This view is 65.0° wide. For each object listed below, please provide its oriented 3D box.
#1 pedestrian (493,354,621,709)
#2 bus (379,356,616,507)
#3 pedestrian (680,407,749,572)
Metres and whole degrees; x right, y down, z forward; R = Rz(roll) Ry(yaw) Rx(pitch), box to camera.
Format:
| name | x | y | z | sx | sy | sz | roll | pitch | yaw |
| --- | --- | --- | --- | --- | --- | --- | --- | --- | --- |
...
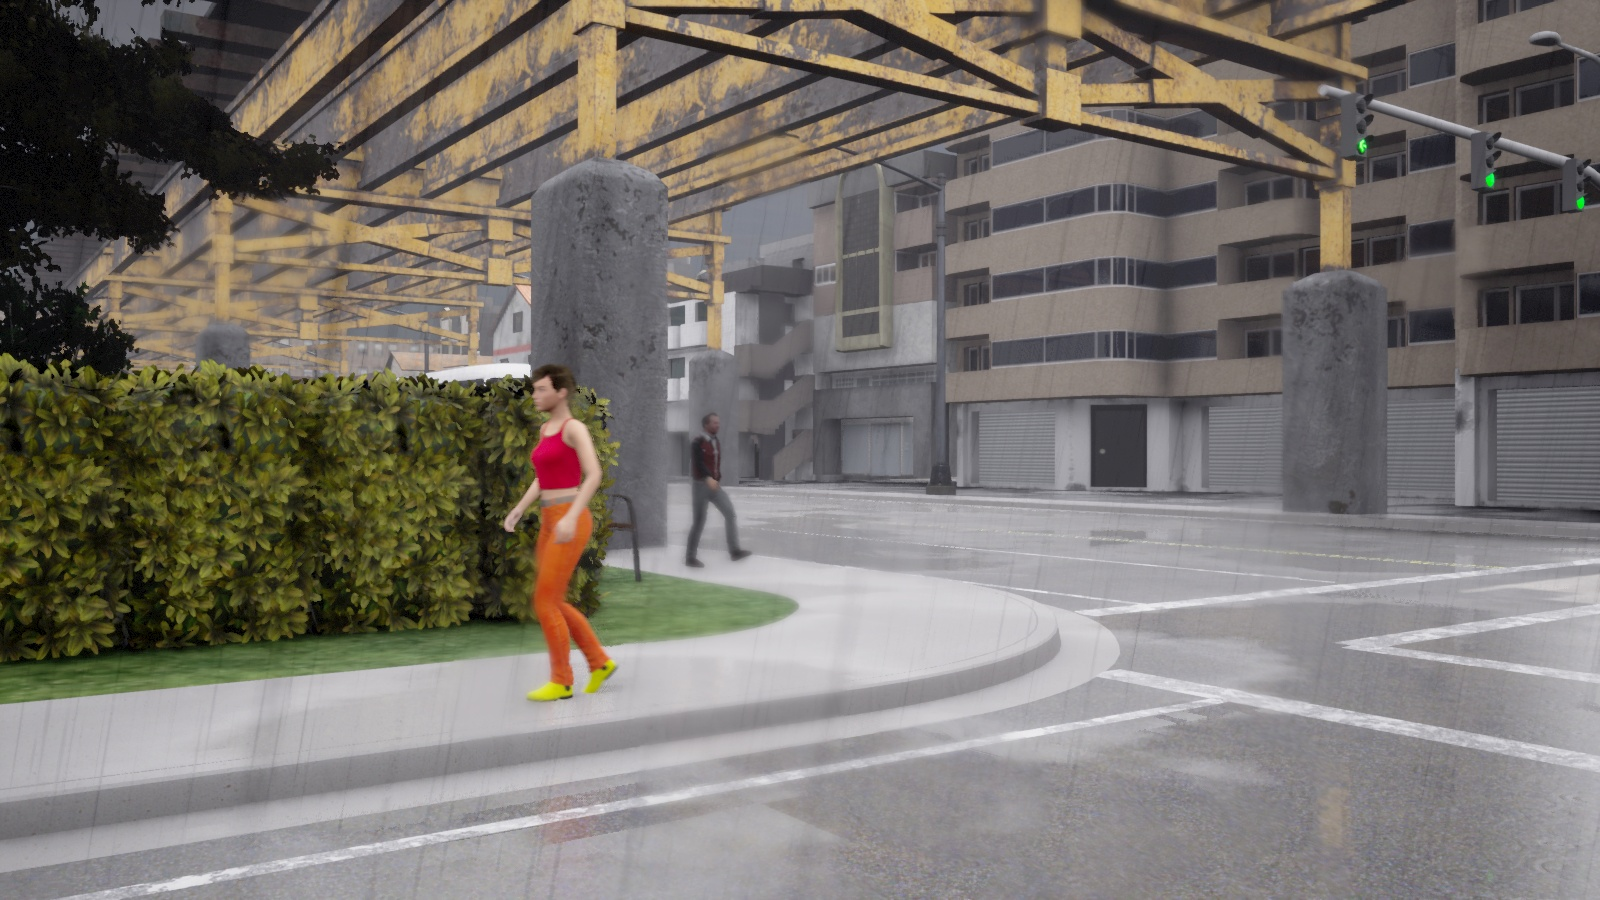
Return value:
| name | x | y | z | sx | sy | sz | roll | pitch | yaw |
| --- | --- | --- | --- | --- | --- | --- | --- | --- | --- |
| pedestrian | -1.317 | 0.421 | 6.801 | 0.594 | 1.836 | 0.345 | 0 | 0 | -30 |
| bus | -10.065 | -0.511 | 40.589 | 3.944 | 4.253 | 10.273 | 0 | 0 | -35 |
| pedestrian | -0.987 | 0.443 | 14.447 | 0.720 | 1.854 | 0.376 | 0 | 0 | 37 |
